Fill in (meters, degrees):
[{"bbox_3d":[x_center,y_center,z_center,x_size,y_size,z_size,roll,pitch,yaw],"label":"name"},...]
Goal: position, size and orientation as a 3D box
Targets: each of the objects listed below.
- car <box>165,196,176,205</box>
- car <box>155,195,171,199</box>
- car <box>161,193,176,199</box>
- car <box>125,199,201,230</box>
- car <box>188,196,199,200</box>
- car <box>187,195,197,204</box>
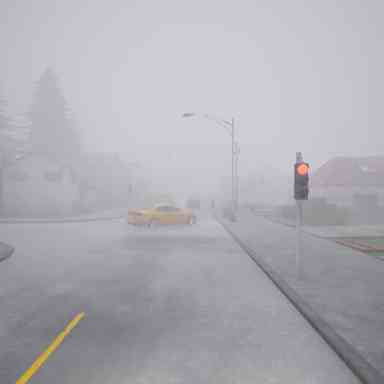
[{"bbox_3d":[-3.982,1.543,62.136,1.812,1.442,4.674,0,0,0],"label":"car"},{"bbox_3d":[-4.045,1.516,41.742,1.837,1.490,4.892,0,0,0],"label":"car"},{"bbox_3d":[-4.030,1.236,51.791,2.150,2.045,5.566,0,0,0],"label":"car"},{"bbox_3d":[-1.850,1.484,21.418,5.008,1.535,1.882,0,1,-43],"label":"car"},{"bbox_3d":[0.164,1.504,44.945,2.128,1.511,4.902,0,0,0],"label":"car"},{"bbox_3d":[0.100,1.584,71.727,2.097,1.767,4.553,0,0,0],"label":"car"}]
